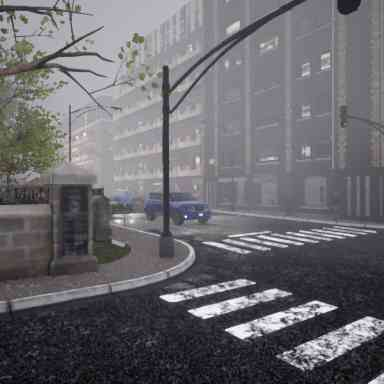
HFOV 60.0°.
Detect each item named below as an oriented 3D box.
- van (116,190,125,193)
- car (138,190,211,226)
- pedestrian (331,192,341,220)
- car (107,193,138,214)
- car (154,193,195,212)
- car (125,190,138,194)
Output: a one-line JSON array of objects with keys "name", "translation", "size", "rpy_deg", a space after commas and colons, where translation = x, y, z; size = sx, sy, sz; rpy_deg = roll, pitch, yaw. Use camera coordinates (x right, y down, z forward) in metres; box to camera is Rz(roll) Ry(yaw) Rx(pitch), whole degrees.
[{"name": "van", "translation": [-8.299, 0.655, 41.312], "size": [1.690, 1.788, 3.998], "rpy_deg": [1, 1, -36]}, {"name": "car", "translation": [-1.102, 0.926, 21.654], "size": [2.150, 2.045, 5.566], "rpy_deg": [0, 1, -36]}, {"name": "pedestrian", "translation": [9.495, 0.901, 21.964], "size": [0.375, 1.860, 0.375], "rpy_deg": [1, -1, -36]}, {"name": "car", "translation": [-6.759, 1.098, 29.384], "size": [1.994, 1.385, 4.181], "rpy_deg": [0, 1, -36]}, {"name": "car", "translation": [-1.776, 0.950, 32.401], "size": [1.967, 1.590, 4.097], "rpy_deg": [1, 1, -36]}, {"name": "car", "translation": [-5.036, 0.727, 36.855], "size": [2.192, 1.841, 5.009], "rpy_deg": [1, 1, -36]}]
